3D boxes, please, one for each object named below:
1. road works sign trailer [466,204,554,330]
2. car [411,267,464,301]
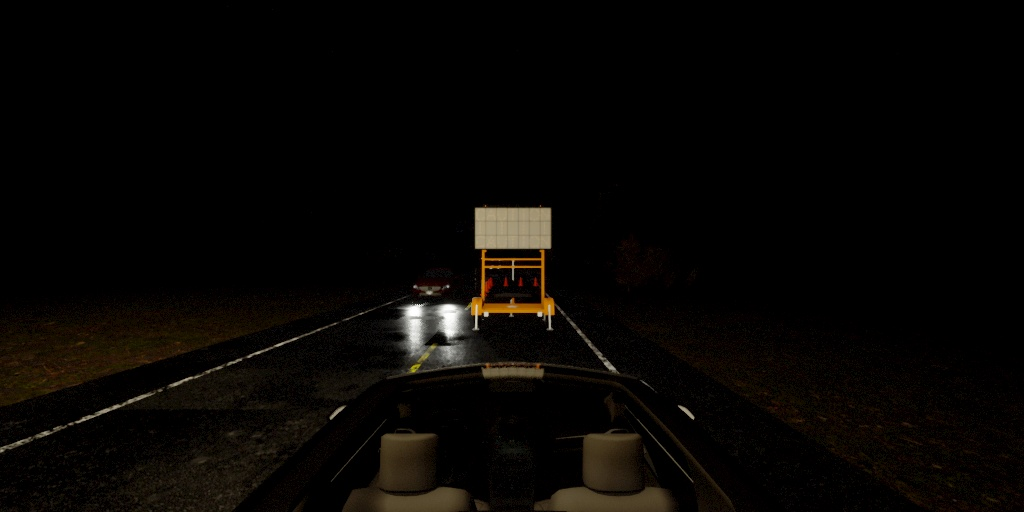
[{"bbox_3d":[0.034,0.214,11.107,2.380,3.560,2.880,0,0,0],"label":"road works sign trailer"},{"bbox_3d":[-3.443,1.276,17.316,1.812,1.442,4.674,0,0,0],"label":"car"}]
